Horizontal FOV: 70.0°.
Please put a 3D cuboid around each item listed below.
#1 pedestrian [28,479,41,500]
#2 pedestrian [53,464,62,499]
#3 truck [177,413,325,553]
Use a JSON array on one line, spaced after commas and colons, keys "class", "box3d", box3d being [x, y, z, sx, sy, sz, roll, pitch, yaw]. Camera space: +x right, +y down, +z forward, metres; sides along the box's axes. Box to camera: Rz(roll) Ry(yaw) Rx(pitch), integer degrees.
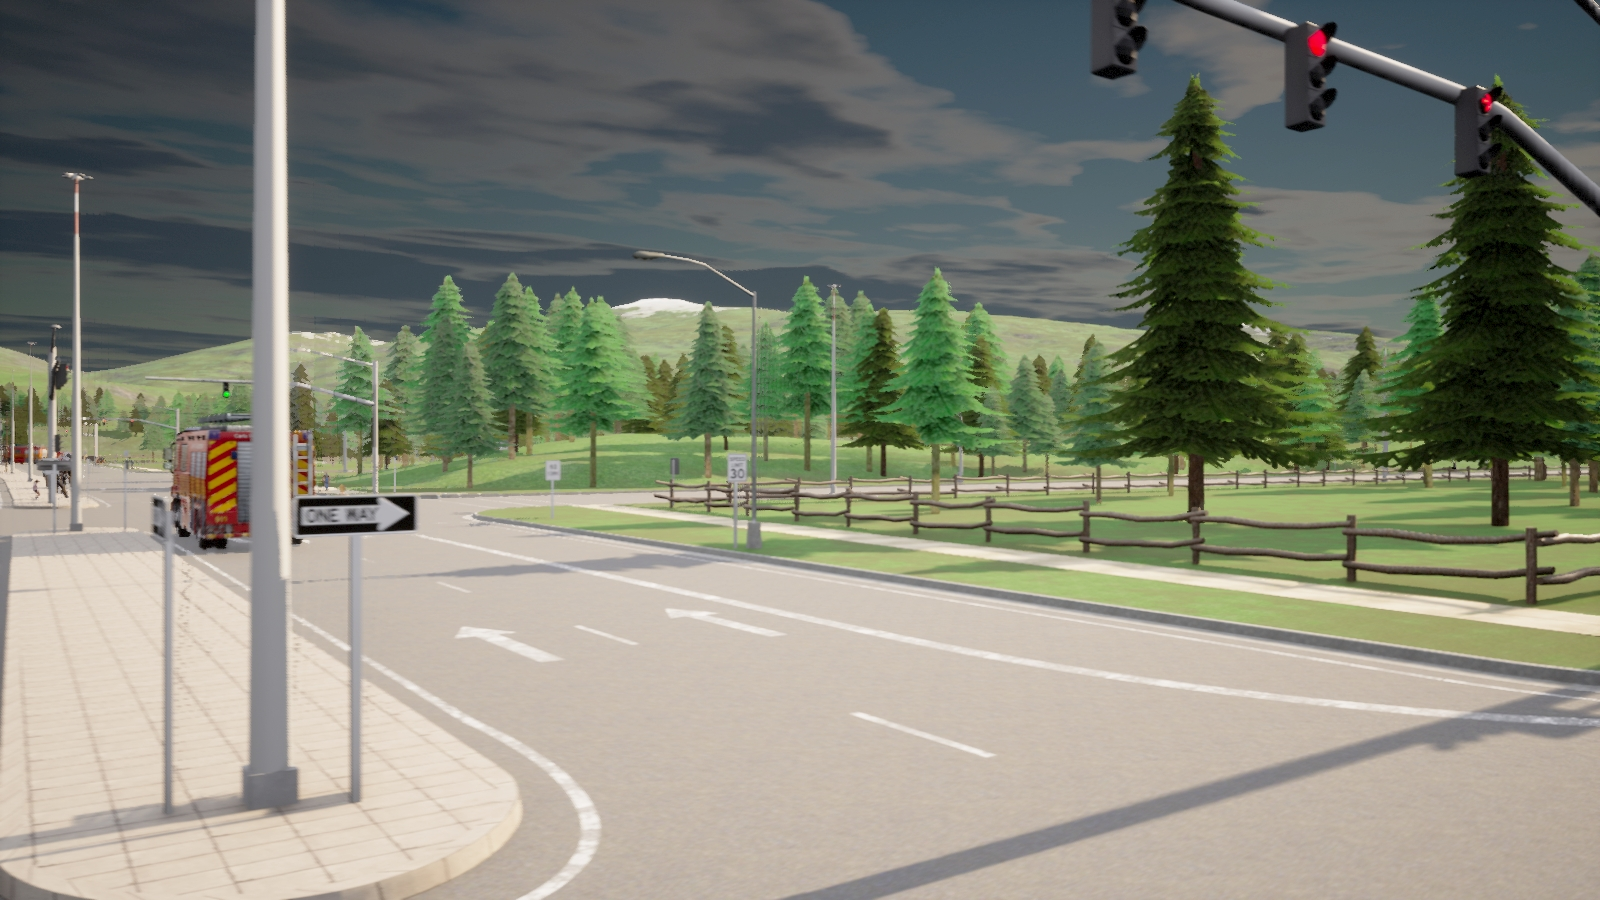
[{"class": "pedestrian", "box3d": [-40.421, 2.076, 60.326, 0.500, 1.100, 0.500, 0, 0, -40]}, {"class": "pedestrian", "box3d": [-39.600, 1.696, 60.939, 0.375, 1.860, 0.375, 0, 0, -39]}, {"class": "truck", "box3d": [-17.260, 0.890, 35.564, 2.891, 3.827, 8.468, 0, 0, -34]}]
